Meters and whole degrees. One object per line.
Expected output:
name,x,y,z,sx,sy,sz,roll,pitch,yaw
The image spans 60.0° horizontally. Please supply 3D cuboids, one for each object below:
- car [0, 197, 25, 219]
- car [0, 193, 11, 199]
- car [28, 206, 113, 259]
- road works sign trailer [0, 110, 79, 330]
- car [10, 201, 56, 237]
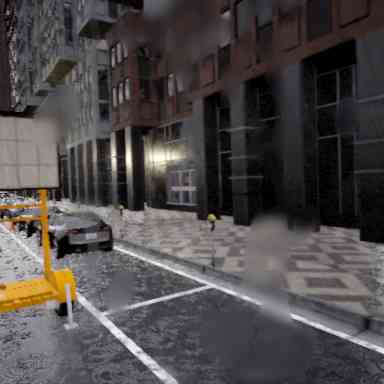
car,-10.513,1.249,20.838,2.008,1.369,4.403,-3,2,-34
car,-13.691,1.103,25.452,1.967,1.590,4.097,-3,2,-34
car,-4.166,1.335,11.607,1.947,1.339,4.313,-3,2,-34
road works sign trailer,-3.561,0.388,5.766,2.380,3.560,2.880,-3,2,-34
car,-7.340,1.299,16.223,1.947,1.339,4.313,-3,2,-34
